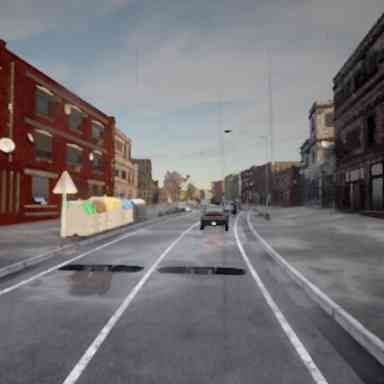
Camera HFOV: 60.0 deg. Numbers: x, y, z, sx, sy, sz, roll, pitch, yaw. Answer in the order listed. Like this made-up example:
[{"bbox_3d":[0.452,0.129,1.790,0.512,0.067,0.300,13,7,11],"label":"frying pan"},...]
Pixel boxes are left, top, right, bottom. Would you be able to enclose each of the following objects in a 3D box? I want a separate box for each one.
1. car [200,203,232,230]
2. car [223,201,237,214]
[{"bbox_3d":[1.649,1.736,23.148,1.837,1.490,4.892,0,-1,7],"label":"car"},{"bbox_3d":[4.546,1.875,41.327,2.033,1.649,4.856,0,-1,10],"label":"car"}]
